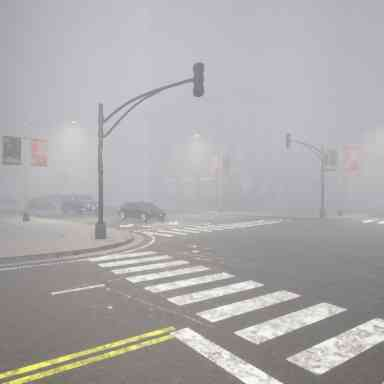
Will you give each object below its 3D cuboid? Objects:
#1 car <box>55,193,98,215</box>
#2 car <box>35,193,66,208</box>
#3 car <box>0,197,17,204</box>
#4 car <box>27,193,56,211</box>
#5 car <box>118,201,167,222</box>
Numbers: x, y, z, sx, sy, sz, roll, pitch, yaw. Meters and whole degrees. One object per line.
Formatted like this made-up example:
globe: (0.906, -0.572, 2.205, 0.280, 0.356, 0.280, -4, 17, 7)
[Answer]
car: (-11.377, 1.208, 33.814, 5.566, 2.045, 2.150, 0, 0, 45)
car: (-20.287, 1.197, 47.610, 2.150, 2.045, 5.566, 0, -1, -45)
car: (-33.655, 1.533, 60.987, 1.994, 1.385, 4.181, 0, 0, -45)
car: (-18.561, 1.335, 41.020, 2.097, 1.767, 4.553, 0, 0, -45)
car: (-4.004, 1.495, 26.439, 1.837, 1.490, 4.892, 0, 0, -44)
